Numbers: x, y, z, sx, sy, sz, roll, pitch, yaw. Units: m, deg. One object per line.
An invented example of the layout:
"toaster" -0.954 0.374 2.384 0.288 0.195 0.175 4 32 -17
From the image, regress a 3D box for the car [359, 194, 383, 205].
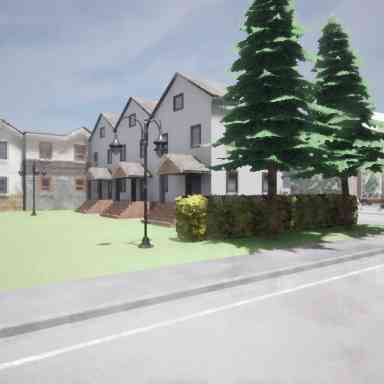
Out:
"car" 27.287 1.097 49.291 1.932 1.855 4.605 0 0 -36

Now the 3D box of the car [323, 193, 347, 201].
"car" 32.154 1.097 74.745 1.932 1.855 4.605 0 0 -36
